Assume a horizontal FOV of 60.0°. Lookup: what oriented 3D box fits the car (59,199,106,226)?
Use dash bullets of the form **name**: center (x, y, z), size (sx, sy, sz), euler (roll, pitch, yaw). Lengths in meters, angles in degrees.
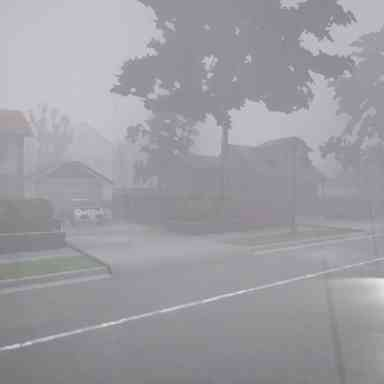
- **car**: center (-6.584, 1.168, 19.905), size (1.970, 1.475, 3.806), euler (0, 0, -35)
